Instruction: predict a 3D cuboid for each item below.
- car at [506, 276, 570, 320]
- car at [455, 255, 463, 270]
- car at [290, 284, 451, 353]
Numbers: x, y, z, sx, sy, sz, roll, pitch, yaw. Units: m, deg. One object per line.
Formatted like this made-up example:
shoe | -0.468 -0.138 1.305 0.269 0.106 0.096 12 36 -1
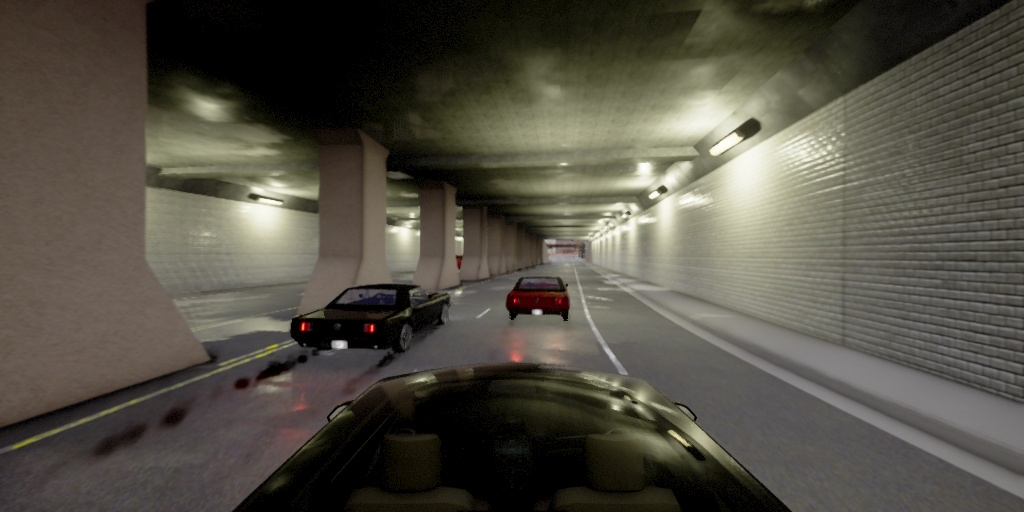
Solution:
car | 1.031 1.330 12.562 1.895 1.301 4.718 0 0 8
car | -7.464 0.827 48.896 2.150 2.045 5.566 0 0 10
car | -2.929 1.320 8.729 1.895 1.301 4.718 0 0 5
